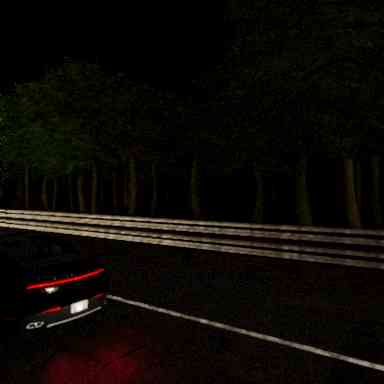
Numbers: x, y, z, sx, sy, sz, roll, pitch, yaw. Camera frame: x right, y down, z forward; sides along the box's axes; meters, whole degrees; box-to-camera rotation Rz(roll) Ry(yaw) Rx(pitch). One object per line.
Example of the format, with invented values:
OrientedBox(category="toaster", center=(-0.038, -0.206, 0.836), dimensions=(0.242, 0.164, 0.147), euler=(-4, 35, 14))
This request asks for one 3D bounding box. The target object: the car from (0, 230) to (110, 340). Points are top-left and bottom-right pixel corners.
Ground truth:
OrientedBox(category="car", center=(-3.714, 1.522, 6.517), dimensions=(4.892, 1.490, 1.837), euler=(0, 0, 35))
